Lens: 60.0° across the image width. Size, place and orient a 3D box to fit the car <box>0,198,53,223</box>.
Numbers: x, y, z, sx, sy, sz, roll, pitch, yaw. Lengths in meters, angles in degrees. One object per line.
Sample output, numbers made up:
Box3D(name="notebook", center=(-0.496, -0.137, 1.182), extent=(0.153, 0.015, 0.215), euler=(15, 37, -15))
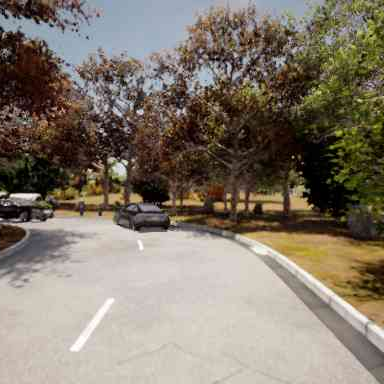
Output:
Box3D(name="car", center=(-11.138, 1.131, 21.030), extent=(4.902, 1.511, 2.128), euler=(0, -2, 15))

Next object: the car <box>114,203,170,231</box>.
Box3D(name="car", center=(-2.899, 1.312, 18.738), extent=(1.994, 1.385, 4.181), euler=(2, -1, -31))
